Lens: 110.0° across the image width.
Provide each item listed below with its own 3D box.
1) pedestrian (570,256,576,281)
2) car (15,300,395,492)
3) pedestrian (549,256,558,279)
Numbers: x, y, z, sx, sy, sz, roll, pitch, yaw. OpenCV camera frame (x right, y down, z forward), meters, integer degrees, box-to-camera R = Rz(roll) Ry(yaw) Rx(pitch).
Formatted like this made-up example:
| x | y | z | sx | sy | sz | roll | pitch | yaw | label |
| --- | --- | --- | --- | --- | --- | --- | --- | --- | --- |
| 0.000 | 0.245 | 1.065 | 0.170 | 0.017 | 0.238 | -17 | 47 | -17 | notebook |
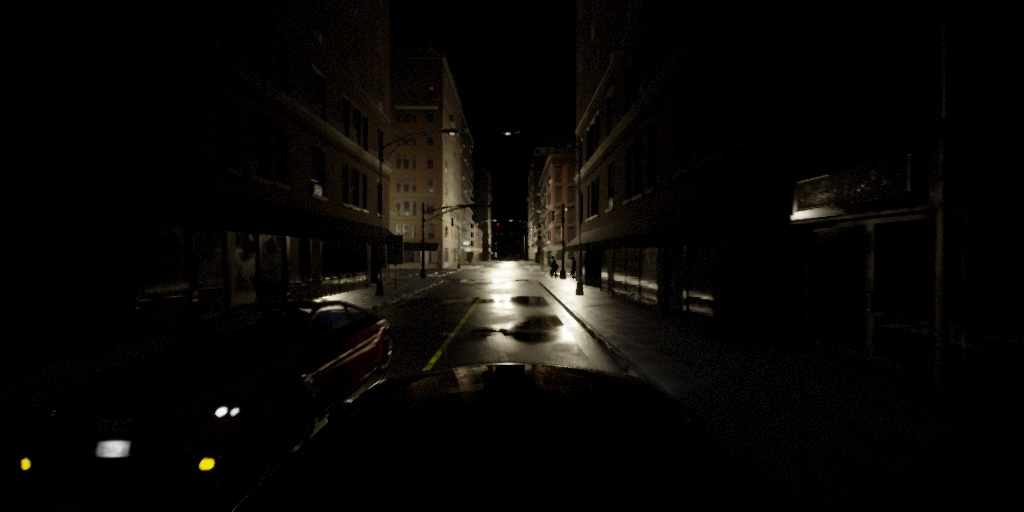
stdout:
| x | y | z | sx | sy | sz | roll | pitch | yaw | label |
| --- | --- | --- | --- | --- | --- | --- | --- | --- | --- |
| 4.523 | 0.889 | 26.369 | 0.375 | 1.860 | 0.375 | 0 | 0 | 0 | pedestrian |
| -3.097 | 1.312 | 4.777 | 1.994 | 1.385 | 4.181 | 0 | 0 | 0 | car |
| 3.190 | 0.869 | 27.570 | 0.375 | 1.860 | 0.375 | 0 | 0 | 0 | pedestrian |
